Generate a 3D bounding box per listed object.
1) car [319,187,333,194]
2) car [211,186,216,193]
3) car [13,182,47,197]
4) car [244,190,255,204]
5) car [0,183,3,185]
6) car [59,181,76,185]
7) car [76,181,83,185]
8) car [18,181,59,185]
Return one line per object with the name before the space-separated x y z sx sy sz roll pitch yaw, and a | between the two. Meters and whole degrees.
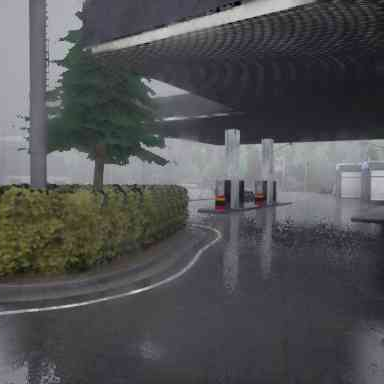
car | 27.272 -0.306 67.608 2.128 1.511 4.902 1 2 10
car | 6.262 -0.616 65.258 5.027 1.636 2.152 2 2 36
car | -20.762 -0.365 42.523 4.605 1.855 1.932 2 2 36
car | 6.148 0.490 37.301 1.812 1.442 4.674 2 2 36
car | -32.952 -0.841 55.298 5.027 1.636 2.152 2 2 36
car | -25.408 -1.183 65.627 3.866 1.878 1.905 2 2 36
car | -24.028 -1.234 68.216 4.605 1.855 1.932 2 2 36
car | -16.344 -0.105 35.234 3.866 1.878 1.905 2 2 36
